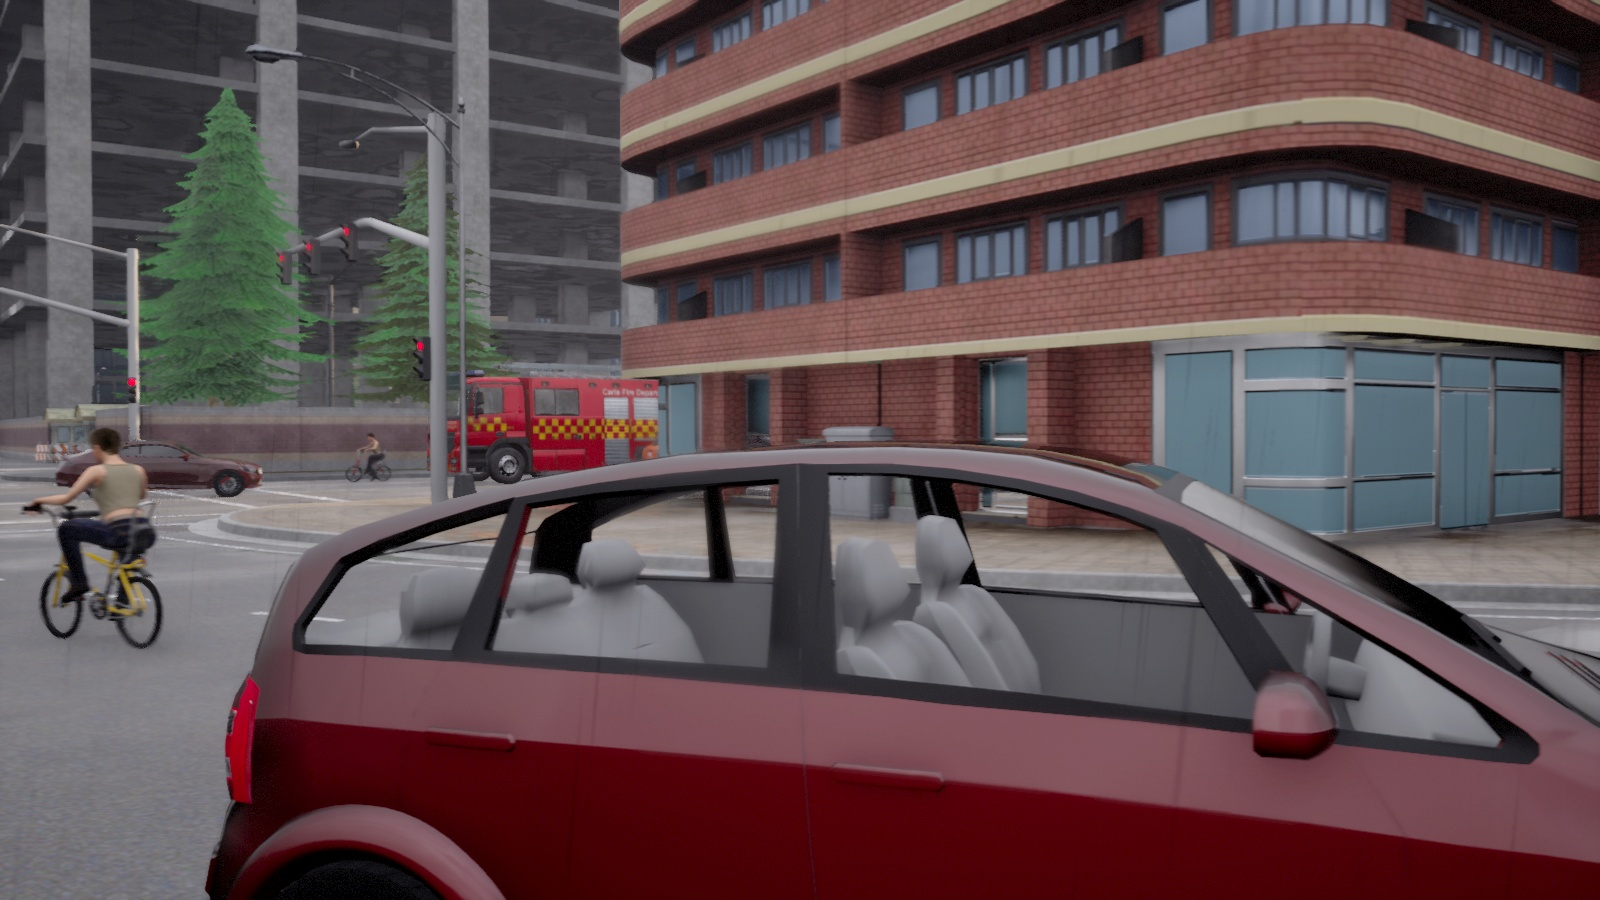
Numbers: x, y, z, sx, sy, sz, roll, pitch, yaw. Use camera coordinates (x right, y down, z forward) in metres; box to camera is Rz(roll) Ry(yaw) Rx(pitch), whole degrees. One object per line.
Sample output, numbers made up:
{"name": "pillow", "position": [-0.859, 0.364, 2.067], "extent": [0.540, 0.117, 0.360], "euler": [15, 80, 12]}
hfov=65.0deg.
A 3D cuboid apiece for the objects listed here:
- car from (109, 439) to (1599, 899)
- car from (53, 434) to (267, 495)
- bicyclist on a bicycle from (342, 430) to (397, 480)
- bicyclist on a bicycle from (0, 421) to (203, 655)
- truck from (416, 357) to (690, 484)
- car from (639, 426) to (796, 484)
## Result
{"name": "car", "position": [0.515, 0.762, 3.011], "extent": [3.705, 1.549, 1.789], "euler": [0, 1, 20]}
{"name": "car", "position": [-16.027, 0.350, 31.756], "extent": [4.674, 1.442, 1.812], "euler": [1, 1, -22]}
{"name": "bicyclist on a bicycle", "position": [-14.186, 0.138, 41.367], "extent": [1.509, 1.612, 0.866], "euler": [0, 1, -36]}
{"name": "bicyclist on a bicycle", "position": [-5.345, 0.600, 9.402], "extent": [1.509, 1.612, 0.866], "euler": [1, 0, 29]}
{"name": "truck", "position": [-8.024, -0.941, 41.586], "extent": [8.468, 3.827, 2.891], "euler": [0, 1, -37]}
{"name": "car", "position": [-2.644, 0.127, 40.069], "extent": [4.553, 1.767, 2.097], "euler": [0, 1, -25]}
